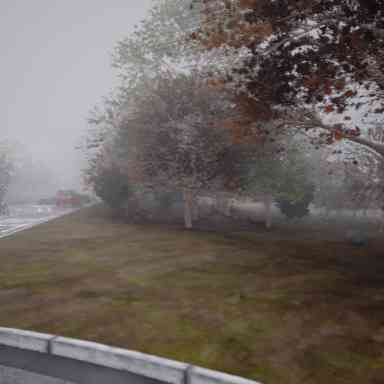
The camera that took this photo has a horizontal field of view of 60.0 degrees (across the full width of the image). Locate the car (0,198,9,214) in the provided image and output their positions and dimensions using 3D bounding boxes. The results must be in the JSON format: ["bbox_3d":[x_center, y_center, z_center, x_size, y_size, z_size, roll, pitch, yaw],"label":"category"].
[{"bbox_3d":[-17.008,1.238,27.888,1.837,1.490,4.892,-1,1,-9],"label":"car"}]

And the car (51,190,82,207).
[{"bbox_3d":[-15.687,0.750,42.207,2.150,2.045,5.566,-1,1,-9],"label":"car"}]

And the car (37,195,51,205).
[{"bbox_3d":[-19.964,1.105,46.382,2.033,1.411,5.357,-1,1,-9],"label":"car"}]

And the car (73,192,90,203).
[{"bbox_3d":[-17.462,0.875,52.704,1.882,1.535,5.008,-1,1,-9],"label":"car"}]
